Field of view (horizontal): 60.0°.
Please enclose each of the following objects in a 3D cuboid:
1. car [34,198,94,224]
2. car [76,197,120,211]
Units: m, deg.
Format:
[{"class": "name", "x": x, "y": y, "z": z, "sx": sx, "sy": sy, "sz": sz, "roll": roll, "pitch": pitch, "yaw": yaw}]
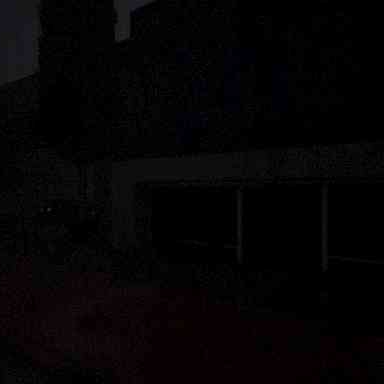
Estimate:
[{"class": "car", "x": -9.028, "y": 1.291, "z": 24.540, "sx": 2.097, "sy": 1.767, "sz": 4.553, "roll": 0, "pitch": 0, "yaw": 36}, {"class": "car", "x": -11.173, "y": 1.386, "z": 39.771, "sx": 1.882, "sy": 1.535, "sz": 5.008, "roll": 0, "pitch": 0, "yaw": 36}]
